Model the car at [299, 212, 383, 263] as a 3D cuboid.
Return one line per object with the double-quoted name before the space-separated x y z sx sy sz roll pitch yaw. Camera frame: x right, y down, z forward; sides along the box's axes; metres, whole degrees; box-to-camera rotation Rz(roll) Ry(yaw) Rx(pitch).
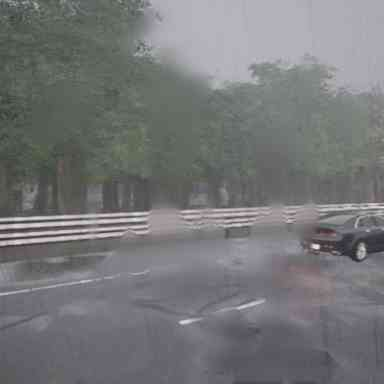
"car" 5.915 1.471 11.878 4.892 1.490 1.837 0 0 -34
